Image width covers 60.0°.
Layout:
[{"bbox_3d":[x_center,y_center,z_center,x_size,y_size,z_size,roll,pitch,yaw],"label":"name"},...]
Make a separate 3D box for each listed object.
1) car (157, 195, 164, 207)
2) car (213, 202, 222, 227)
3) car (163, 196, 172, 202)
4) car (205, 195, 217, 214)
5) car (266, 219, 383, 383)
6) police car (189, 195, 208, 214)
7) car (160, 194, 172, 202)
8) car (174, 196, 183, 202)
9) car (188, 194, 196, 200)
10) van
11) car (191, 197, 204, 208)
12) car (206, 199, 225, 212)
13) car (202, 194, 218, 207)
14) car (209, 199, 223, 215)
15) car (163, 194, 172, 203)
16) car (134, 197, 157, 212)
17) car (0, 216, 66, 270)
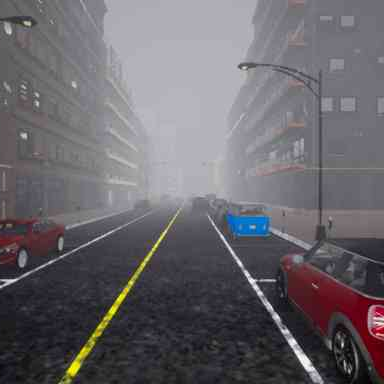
[{"bbox_3d":[-5.689,1.505,50.295,1.752,1.417,4.829,0,0,0],"label":"car"},{"bbox_3d":[2.691,1.559,22.280,1.947,1.339,4.313,0,0,0],"label":"car"},{"bbox_3d":[-5.690,1.541,78.648,1.802,1.307,4.206,0,0,0],"label":"car"},{"bbox_3d":[2.692,1.429,33.553,1.967,1.590,4.097,0,0,0],"label":"car"},{"bbox_3d":[2.692,1.438,5.370,1.967,1.590,4.097,0,0,0],"label":"car"},{"bbox_3d":[0.900,1.414,34.795,1.930,1.638,5.238,0,0,0],"label":"police car"},{"bbox_3d":[-5.688,1.278,73.011,2.192,1.841,5.009,0,0,0],"label":"car"},{"bbox_3d":[-3.001,1.515,75.929,1.895,1.301,4.718,0,0,0],"label":"car"},{"bbox_3d":[0.000,1.304,85.233,1.882,1.535,5.008,0,0,0],"label":"car"},{"bbox_3d":[2.692,1.336,16.643,1.690,1.788,3.998,0,0,0],"label":"van"},{"bbox_3d":[0.828,1.501,50.685,1.837,1.490,4.892,0,0,0],"label":"car"},{"bbox_3d":[2.692,1.537,39.188,2.008,1.369,4.403,0,0,0],"label":"car"},{"bbox_3d":[2.693,1.294,50.461,2.192,1.841,5.009,0,0,0],"label":"car"},{"bbox_3d":[2.692,1.536,27.916,1.887,1.381,4.507,0,0,0],"label":"car"},{"bbox_3d":[-5.689,1.407,67.375,1.967,1.590,4.097,0,0,0],"label":"car"},{"bbox_3d":[-5.689,1.552,39.191,1.947,1.339,4.313,0,0,0],"label":"car"},{"bbox_3d":[-5.689,1.541,11.010,1.887,1.381,4.507,0,0,0],"label":"car"}]
